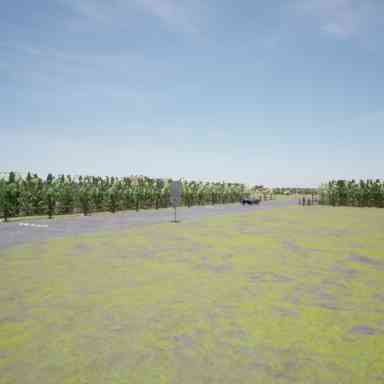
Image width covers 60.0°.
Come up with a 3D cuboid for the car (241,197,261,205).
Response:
[{"bbox_3d":[10.115,1.572,56.885,1.895,1.301,4.718,0,0,31],"label":"car"}]
